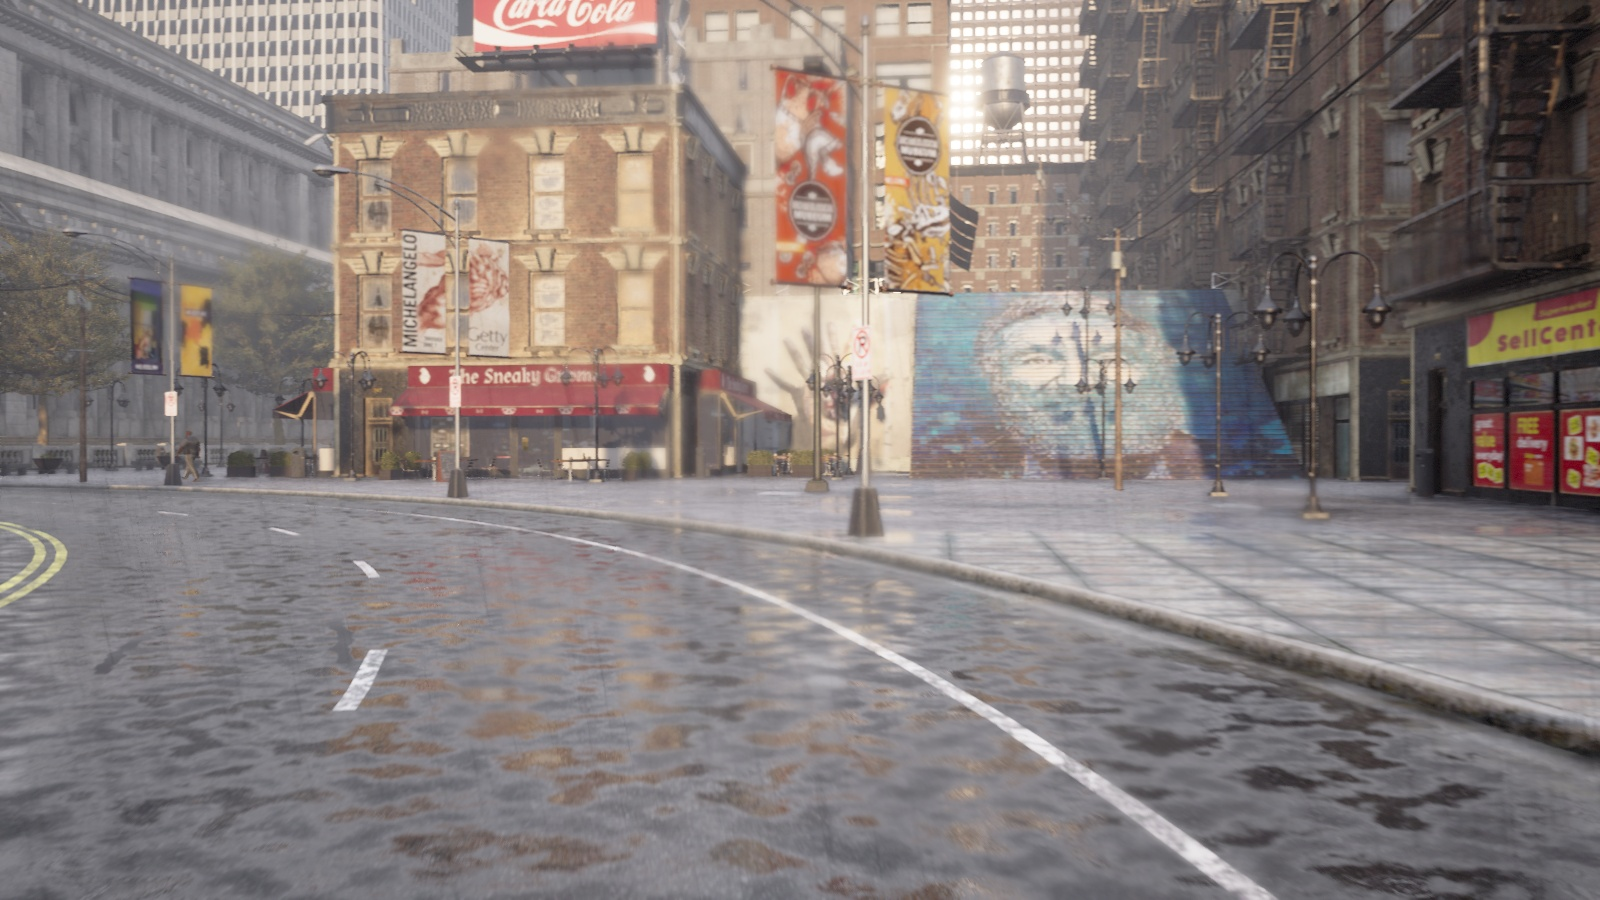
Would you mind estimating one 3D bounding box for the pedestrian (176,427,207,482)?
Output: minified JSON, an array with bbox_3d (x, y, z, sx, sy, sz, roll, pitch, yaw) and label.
[{"bbox_3d":[-21.043,0.160,43.435,0.849,1.883,0.563,0,0,23],"label":"pedestrian"}]
